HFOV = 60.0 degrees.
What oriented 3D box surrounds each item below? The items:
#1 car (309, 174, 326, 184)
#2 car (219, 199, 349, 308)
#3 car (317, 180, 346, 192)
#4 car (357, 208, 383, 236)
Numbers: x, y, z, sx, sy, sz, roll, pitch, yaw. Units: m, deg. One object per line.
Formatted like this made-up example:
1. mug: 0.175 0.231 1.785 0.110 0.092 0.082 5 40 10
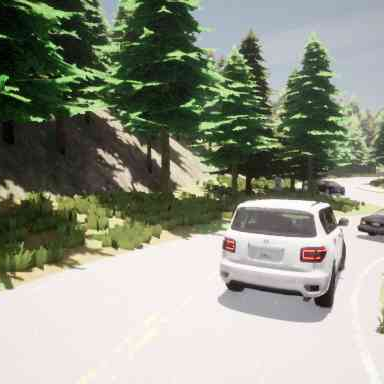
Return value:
1. car: 22.069 -2.327 58.241 1.882 1.535 5.008 3 6 31
2. car: 2.552 1.199 8.370 2.150 2.045 5.566 3 2 27
3. car: 16.079 -0.557 38.919 1.882 1.535 5.008 -1 5 -2
4. car: 10.135 1.412 15.818 5.357 1.411 2.033 -1 5 -32
